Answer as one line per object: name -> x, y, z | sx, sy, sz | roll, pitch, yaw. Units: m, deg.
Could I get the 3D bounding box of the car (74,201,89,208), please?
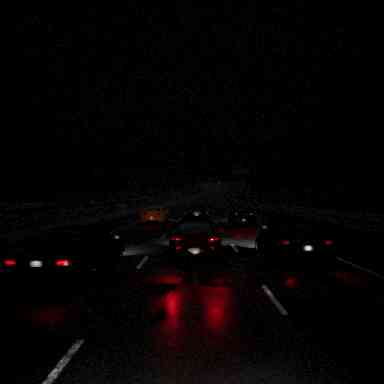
car -> -19.460, 2.388, 59.460 | 1.837, 1.490, 4.892 | 0, -1, 3

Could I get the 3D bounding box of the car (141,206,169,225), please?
car -> -3.060, 1.890, 28.203 | 1.882, 1.535, 5.008 | 0, -1, 2

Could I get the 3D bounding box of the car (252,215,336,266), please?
car -> 3.639, 1.733, 12.294 | 1.994, 1.385, 4.181 | 0, -1, 1

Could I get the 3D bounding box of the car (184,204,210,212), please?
car -> 0.398, 1.744, 26.808 | 2.097, 1.767, 4.553 | 0, -1, 2

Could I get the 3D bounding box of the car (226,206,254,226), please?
car -> 3.899, 1.888, 26.824 | 2.128, 1.511, 4.902 | 0, -1, 2

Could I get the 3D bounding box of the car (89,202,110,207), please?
car -> -15.959, 2.434, 59.310 | 2.033, 1.411, 5.357 | 0, -1, 4

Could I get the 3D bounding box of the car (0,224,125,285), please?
car -> -3.416, 1.678, 9.885 | 2.033, 1.411, 5.357 | 0, -1, 1

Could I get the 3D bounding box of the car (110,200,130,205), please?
car -> -12.462, 2.244, 59.389 | 2.097, 1.767, 4.553 | 0, -1, 4

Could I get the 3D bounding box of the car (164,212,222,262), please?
car -> 0.148, 1.698, 12.730 | 1.812, 1.442, 4.674 | 0, -1, 1
